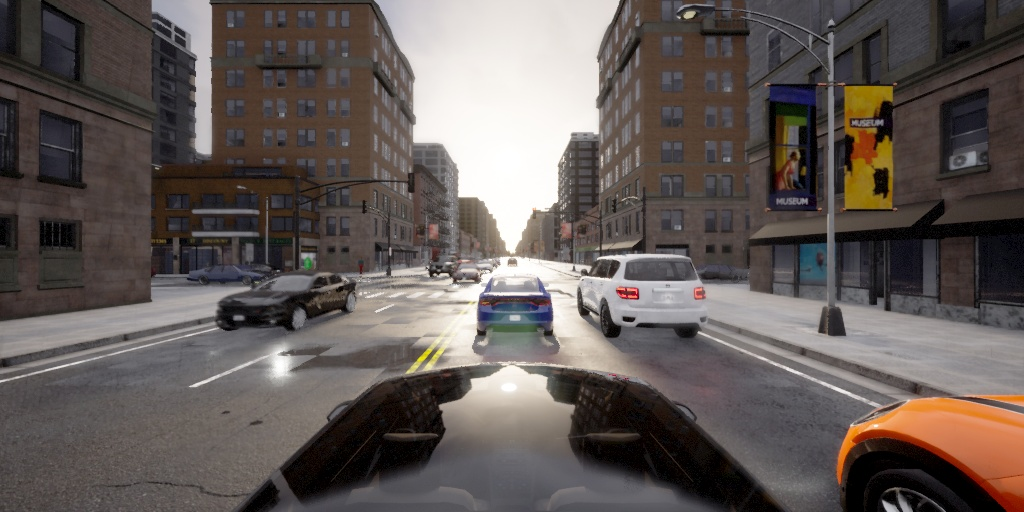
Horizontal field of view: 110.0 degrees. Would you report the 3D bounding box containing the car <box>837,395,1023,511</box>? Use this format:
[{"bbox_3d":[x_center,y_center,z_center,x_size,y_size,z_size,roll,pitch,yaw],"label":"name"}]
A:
[{"bbox_3d":[3.344,1.102,0.618,2.097,1.767,4.553,0,0,0],"label":"car"}]

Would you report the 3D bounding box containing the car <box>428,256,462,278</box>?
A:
[{"bbox_3d":[-6.592,0.977,35.096,2.150,2.045,5.566,0,0,0],"label":"car"}]

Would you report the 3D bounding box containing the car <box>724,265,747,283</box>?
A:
[{"bbox_3d":[15.848,1.338,28.364,5.357,1.411,2.033,0,0,0],"label":"car"}]

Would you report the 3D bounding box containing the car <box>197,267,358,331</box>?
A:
[{"bbox_3d":[-6.599,1.228,11.165,1.882,1.535,5.008,0,0,0],"label":"car"}]

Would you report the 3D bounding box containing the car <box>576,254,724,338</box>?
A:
[{"bbox_3d":[3.334,0.972,10.328,2.150,2.045,5.566,0,0,0],"label":"car"}]

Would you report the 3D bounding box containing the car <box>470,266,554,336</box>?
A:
[{"bbox_3d":[0.083,1.228,10.467,1.882,1.535,5.008,0,0,0],"label":"car"}]

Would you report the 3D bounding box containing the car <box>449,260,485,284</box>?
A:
[{"bbox_3d":[-3.346,1.283,27.479,1.812,1.442,4.674,0,0,0],"label":"car"}]

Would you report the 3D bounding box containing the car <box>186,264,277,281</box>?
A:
[{"bbox_3d":[-19.642,1.290,25.257,5.357,1.411,2.033,0,0,0],"label":"car"}]

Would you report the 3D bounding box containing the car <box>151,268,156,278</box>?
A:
[{"bbox_3d":[-33.140,1.343,30.815,4.207,1.307,1.802,0,0,0],"label":"car"}]

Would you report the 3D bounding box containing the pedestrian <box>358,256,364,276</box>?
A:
[{"bbox_3d":[-14.134,0.919,33.590,0.375,1.860,0.375,0,0,0],"label":"pedestrian"}]

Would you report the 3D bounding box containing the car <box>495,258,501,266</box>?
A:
[{"bbox_3d":[-3.321,1.232,58.155,2.128,1.511,4.902,0,0,0],"label":"car"}]

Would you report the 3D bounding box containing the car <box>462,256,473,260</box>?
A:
[{"bbox_3d":[-6.586,0.970,50.352,2.150,2.045,5.566,0,0,0],"label":"car"}]

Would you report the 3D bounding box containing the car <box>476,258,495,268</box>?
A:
[{"bbox_3d":[-3.340,1.274,43.533,1.812,1.442,4.674,0,0,0],"label":"car"}]

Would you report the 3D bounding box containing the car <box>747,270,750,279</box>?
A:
[{"bbox_3d":[19.742,1.312,25.407,4.674,1.442,1.812,0,0,1],"label":"car"}]
